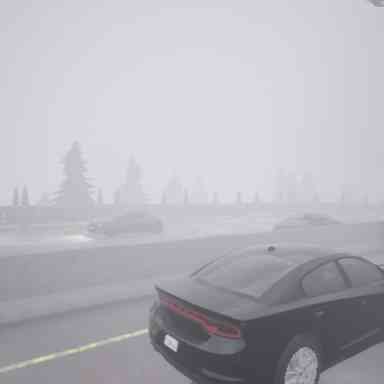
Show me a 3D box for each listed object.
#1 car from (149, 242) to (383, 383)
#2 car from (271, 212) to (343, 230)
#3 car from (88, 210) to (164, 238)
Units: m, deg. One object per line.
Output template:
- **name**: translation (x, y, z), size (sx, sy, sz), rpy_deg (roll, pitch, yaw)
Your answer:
- **car**: translation (1.784, 1.531, 5.121), size (5.008, 1.535, 1.882), rpy_deg (1, -1, -36)
- **car**: translation (5.953, 1.741, 17.044), size (4.181, 1.385, 1.994), rpy_deg (1, -1, -36)
- **car**: translation (-3.646, 1.715, 18.683), size (4.181, 1.385, 1.994), rpy_deg (1, -1, -36)
